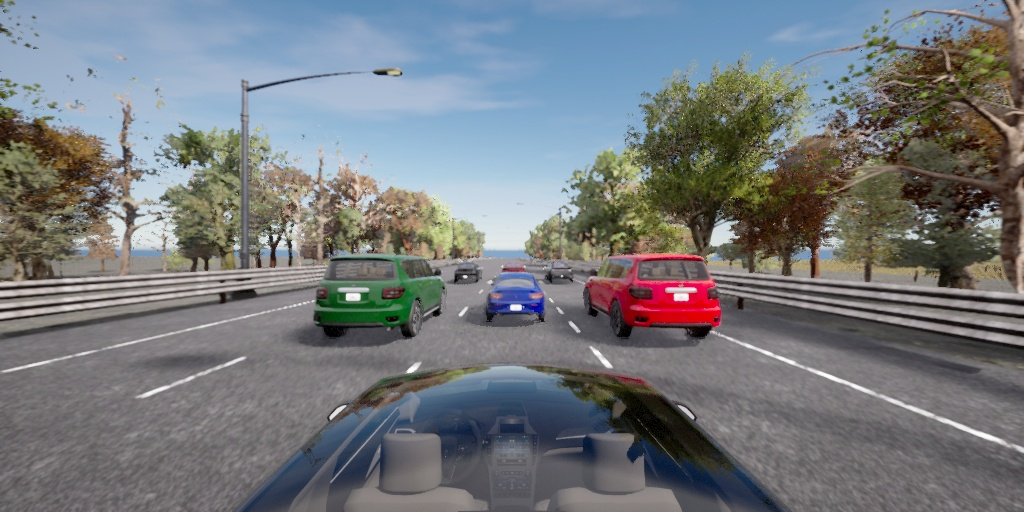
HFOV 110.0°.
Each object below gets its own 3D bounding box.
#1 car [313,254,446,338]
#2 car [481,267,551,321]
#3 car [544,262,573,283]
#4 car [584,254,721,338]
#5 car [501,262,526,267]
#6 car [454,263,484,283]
[{"bbox_3d":[-3.396,0.969,10.345,2.150,2.045,5.566,0,0,0],"label":"car"},{"bbox_3d":[0.117,1.275,12.321,1.812,1.442,4.674,0,0,0],"label":"car"},{"bbox_3d":[3.614,1.242,28.251,2.128,1.511,4.902,0,0,0],"label":"car"},{"bbox_3d":[3.604,0.972,10.315,2.150,2.045,5.566,0,0,0],"label":"car"},{"bbox_3d":[0.126,1.227,29.870,1.882,1.535,5.008,0,0,0],"label":"car"},{"bbox_3d":[-3.385,1.253,28.350,1.837,1.490,4.892,0,0,0],"label":"car"}]
